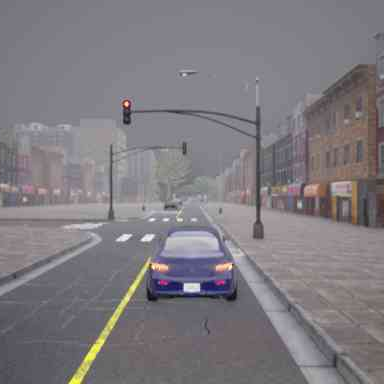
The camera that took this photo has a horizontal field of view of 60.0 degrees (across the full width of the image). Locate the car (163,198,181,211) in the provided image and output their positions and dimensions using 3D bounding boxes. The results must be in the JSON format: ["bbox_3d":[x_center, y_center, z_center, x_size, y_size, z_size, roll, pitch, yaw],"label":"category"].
[{"bbox_3d":[-2.882,1.839,45.630,1.895,1.301,4.718,0,0,0],"label":"car"}]

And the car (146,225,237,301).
[{"bbox_3d":[-0.001,1.530,8.199,1.812,1.442,4.674,0,0,0],"label":"car"}]

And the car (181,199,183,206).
[{"bbox_3d":[-2.835,1.915,64.919,1.882,1.535,5.008,0,-1,0],"label":"car"}]
